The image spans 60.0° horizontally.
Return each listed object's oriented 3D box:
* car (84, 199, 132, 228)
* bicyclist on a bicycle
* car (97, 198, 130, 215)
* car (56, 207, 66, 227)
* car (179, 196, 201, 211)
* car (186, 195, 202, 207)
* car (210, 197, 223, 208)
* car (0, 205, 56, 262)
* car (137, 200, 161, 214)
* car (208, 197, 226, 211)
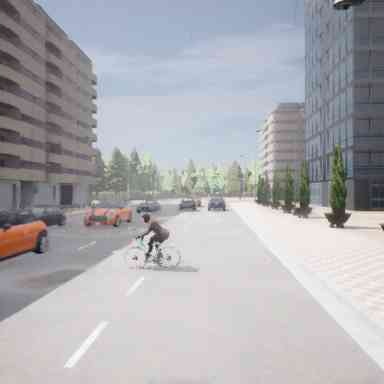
[{"bbox_3d":[-5.543,1.353,22.418,2.097,1.767,4.553,0,0,5],"label":"car"},{"bbox_3d":[-1.148,1.451,9.608,1.656,1.620,0.582,-1,0,4],"label":"bicyclist on a bicycle"},{"bbox_3d":[-8.083,1.478,34.814,1.882,1.535,5.008,0,0,5],"label":"car"},{"bbox_3d":[-9.254,1.525,20.081,1.812,1.442,4.674,0,0,5],"label":"car"},{"bbox_3d":[-0.436,1.490,41.159,2.128,1.511,4.902,0,0,5],"label":"car"},{"bbox_3d":[0.295,1.352,50.763,2.097,1.767,4.553,0,0,5],"label":"car"},{"bbox_3d":[3.810,1.505,50.777,1.837,1.490,4.892,0,0,5],"label":"car"},{"bbox_3d":[-6.503,1.351,10.512,2.097,1.767,4.553,0,0,4],"label":"car"},{"bbox_3d":[-4.520,1.564,35.381,1.994,1.385,4.181,0,0,5],"label":"car"},{"bbox_3d":[3.081,1.351,41.160,2.097,1.767,4.553,0,0,5],"label":"car"}]
